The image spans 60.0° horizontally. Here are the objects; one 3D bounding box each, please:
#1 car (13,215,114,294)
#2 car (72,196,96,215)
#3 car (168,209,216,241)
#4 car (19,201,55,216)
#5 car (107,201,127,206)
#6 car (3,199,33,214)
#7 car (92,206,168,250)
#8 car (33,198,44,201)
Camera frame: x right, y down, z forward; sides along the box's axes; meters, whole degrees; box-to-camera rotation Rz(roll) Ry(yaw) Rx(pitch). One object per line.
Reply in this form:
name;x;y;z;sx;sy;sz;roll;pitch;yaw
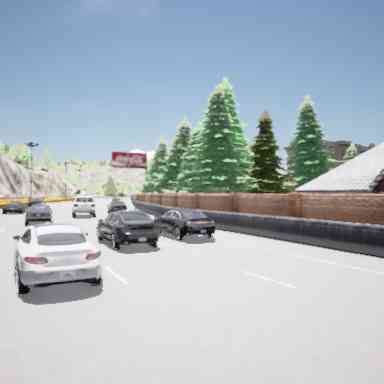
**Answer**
car;-3.723;1.573;9.008;1.812;1.442;4.674;1;-1;-29
car;-11.030;1.431;33.969;2.150;2.045;5.566;1;-1;-19
car;-0.538;1.665;17.994;2.128;1.511;4.902;1;-1;-27
car;-11.548;1.665;25.345;2.033;1.411;5.357;1;-1;-22
car;-8.272;1.775;36.811;1.837;1.490;4.892;1;-1;-19
car;-19.592;1.706;37.202;1.994;1.385;4.181;1;-1;-15
car;-3.029;1.621;15.175;1.837;1.490;4.892;1;-1;-27
car;-22.732;1.728;49.058;1.837;1.490;4.892;1;-1;-12
